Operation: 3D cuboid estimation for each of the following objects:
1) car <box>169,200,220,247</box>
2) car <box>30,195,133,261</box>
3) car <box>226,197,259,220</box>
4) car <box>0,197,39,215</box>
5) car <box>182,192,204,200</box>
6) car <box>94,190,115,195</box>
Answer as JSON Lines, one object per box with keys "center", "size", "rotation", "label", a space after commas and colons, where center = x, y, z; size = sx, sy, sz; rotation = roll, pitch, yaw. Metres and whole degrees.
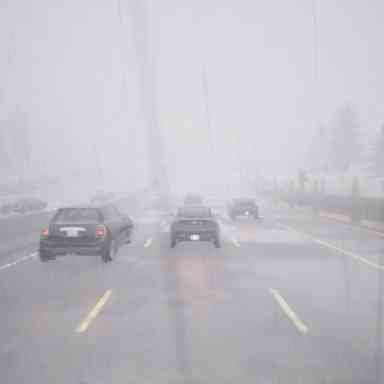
{"center": [0.102, 1.283, 13.783], "size": [1.837, 1.490, 4.892], "rotation": [0, 1, 0], "label": "car"}
{"center": [-3.398, 1.167, 11.581], "size": [2.097, 1.767, 4.553], "rotation": [0, 1, 0], "label": "car"}
{"center": [3.604, 1.117, 24.170], "size": [1.837, 1.490, 4.892], "rotation": [0, 0, 0], "label": "car"}
{"center": [-14.033, 1.137, 28.004], "size": [1.895, 1.301, 4.718], "rotation": [0, 1, 1], "label": "car"}
{"center": [0.106, 0.791, 34.403], "size": [1.837, 1.490, 4.892], "rotation": [0, 3, 0], "label": "car"}
{"center": [-10.493, 0.510, 38.986], "size": [1.895, 1.301, 4.718], "rotation": [0, 4, 0], "label": "car"}
